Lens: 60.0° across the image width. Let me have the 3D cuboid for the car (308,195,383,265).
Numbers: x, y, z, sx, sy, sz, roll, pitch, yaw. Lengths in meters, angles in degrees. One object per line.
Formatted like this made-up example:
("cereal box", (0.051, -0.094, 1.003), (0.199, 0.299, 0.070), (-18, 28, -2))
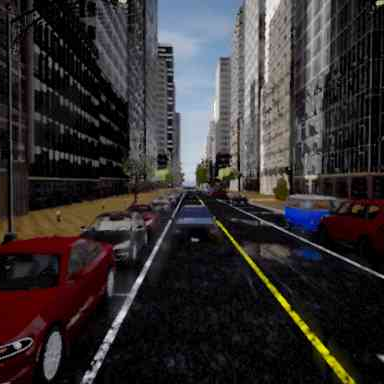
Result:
("car", (5.909, 1.135, 10.963), (2.192, 1.841, 5.009), (0, 1, -1))

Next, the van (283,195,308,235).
("van", (5.851, 1.057, 16.645), (1.690, 1.788, 3.998), (0, 1, -1))

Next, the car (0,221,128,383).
("car", (-2.411, 1.439, 5.198), (1.887, 1.381, 4.507), (0, 1, -1))

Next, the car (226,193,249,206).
("car", (5.619, 0.852, 39.378), (2.008, 1.369, 4.403), (0, 1, -1))

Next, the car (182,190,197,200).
("car", (-0.222, 0.477, 54.675), (1.882, 1.535, 5.008), (0, 1, -1))

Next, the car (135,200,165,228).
("car", (-2.528, 1.268, 16.563), (1.802, 1.307, 4.206), (0, 1, -1))

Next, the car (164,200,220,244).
("car", (0.090, 1.281, 14.498), (2.033, 1.411, 5.357), (0, 1, -1))

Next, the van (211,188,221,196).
("van", (5.267, 0.017, 73.469), (1.690, 1.788, 3.998), (0, 1, -1))

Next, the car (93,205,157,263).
("car", (-2.470, 1.341, 10.880), (2.008, 1.369, 4.403), (0, 1, -1))

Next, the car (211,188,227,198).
("car", (5.383, 0.200, 62.104), (2.192, 1.841, 5.009), (0, 1, -1))

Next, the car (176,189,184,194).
("car", (-3.287, -0.118, 90.434), (2.008, 1.369, 4.403), (0, 1, -1))

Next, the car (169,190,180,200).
("car", (-2.761, 0.822, 39.292), (2.008, 1.369, 4.403), (0, 1, -1))

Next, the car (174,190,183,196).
("car", (-3.170, 0.107, 79.069), (1.947, 1.339, 4.313), (0, 1, -1))

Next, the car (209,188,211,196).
("car", (5.325, 0.095, 67.787), (2.192, 1.841, 5.009), (0, 1, -1))

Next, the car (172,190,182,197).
("car", (-3.051, 0.279, 67.534), (1.752, 1.417, 4.829), (0, 1, -1))

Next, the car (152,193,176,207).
("car", (-2.645, 1.030, 27.927), (2.008, 1.369, 4.403), (0, 1, -1))

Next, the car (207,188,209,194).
("car", (5.209, 0.011, 79.154), (1.967, 1.590, 4.097), (0, 1, -1))

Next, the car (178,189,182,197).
("car", (-2.878, 0.645, 50.657), (1.802, 1.307, 4.206), (0, 1, -1))
